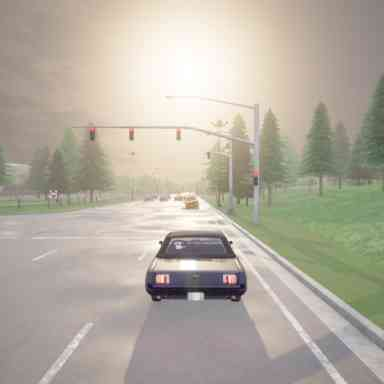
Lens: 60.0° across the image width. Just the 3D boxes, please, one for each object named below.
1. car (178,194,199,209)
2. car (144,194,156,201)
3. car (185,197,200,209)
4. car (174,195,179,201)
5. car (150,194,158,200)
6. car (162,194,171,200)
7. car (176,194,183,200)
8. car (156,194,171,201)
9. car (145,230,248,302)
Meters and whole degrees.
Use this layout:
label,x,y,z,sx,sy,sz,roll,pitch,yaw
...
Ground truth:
label,x,y,z,sx,sy,sz,roll,pitch,yaw
car,-0.277,1.051,46.508,1.882,1.535,5.008,-11,16,-5
car,-10.354,1.515,80.541,2.033,1.411,5.357,0,0,0
car,0.085,1.581,49.899,2.033,1.411,5.357,0,2,0
car,-3.353,1.528,80.945,1.994,1.385,4.181,0,0,0
car,-10.335,1.313,90.961,1.837,1.490,4.892,0,0,0
car,-6.835,1.353,90.954,2.033,1.411,5.357,0,0,0
car,-3.335,1.338,90.948,1.812,1.442,4.674,0,0,0
car,-6.854,1.515,80.534,2.033,1.411,5.357,0,0,0
car,0.094,1.599,8.234,1.895,1.301,4.718,0,0,0
